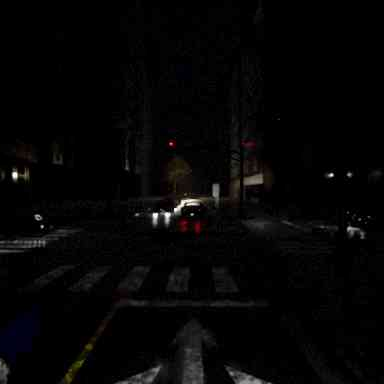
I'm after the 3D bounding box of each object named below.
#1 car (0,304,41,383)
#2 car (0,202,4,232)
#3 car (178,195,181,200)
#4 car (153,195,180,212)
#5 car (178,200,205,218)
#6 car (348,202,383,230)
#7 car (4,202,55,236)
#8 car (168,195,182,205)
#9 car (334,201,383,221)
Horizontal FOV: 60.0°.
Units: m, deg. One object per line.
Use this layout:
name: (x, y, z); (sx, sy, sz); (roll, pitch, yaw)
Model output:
car: (-2.852, 1.594, 1.841); (1.895, 1.301, 4.718); (0, 0, 2)
car: (-10.798, 1.303, 13.821); (4.553, 1.767, 2.097); (0, 0, 0)
car: (-2.916, 1.317, 46.310); (1.882, 1.535, 5.008); (0, 0, 1)
car: (-2.943, 1.421, 36.507); (2.033, 1.411, 5.357); (0, 0, 4)
car: (0.169, 1.499, 29.072); (1.895, 1.301, 4.718); (0, 0, 4)
car: (12.251, 1.504, 20.350); (4.181, 1.385, 1.994); (0, 0, 1)
car: (-9.676, 1.285, 17.434); (4.553, 1.767, 2.097); (0, 0, -4)
car: (-2.834, 1.297, 56.472); (2.128, 1.511, 4.902); (0, 0, 0)
car: (12.701, 1.415, 23.598); (4.902, 1.511, 2.128); (0, 0, 0)
